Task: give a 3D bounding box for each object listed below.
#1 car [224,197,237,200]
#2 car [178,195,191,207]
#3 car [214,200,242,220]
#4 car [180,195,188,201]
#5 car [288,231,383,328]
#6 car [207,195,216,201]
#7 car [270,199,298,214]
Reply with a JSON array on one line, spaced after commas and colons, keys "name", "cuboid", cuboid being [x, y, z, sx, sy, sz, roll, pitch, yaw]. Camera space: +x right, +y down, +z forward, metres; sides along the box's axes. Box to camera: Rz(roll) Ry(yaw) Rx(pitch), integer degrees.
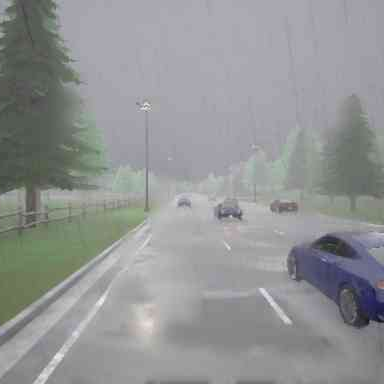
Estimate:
[{"name": "car", "cuboid": [5.885, 1.491, 50.255, 2.128, 1.511, 4.902, 0, 0, -1]}, {"name": "car", "cuboid": [-1.124, 1.601, 51.019, 1.895, 1.301, 4.718, 0, 0, -1]}, {"name": "car", "cuboid": [2.973, 1.601, 28.250, 1.895, 1.301, 4.718, 0, 0, -1]}, {"name": "car", "cuboid": [-2.034, 1.540, 87.231, 2.033, 1.411, 5.357, 0, 0, -1]}, {"name": "car", "cuboid": [3.480, 1.526, 6.879, 1.812, 1.442, 4.674, 0, 0, -1]}, {"name": "car", "cuboid": [5.018, 1.524, 85.158, 1.812, 1.442, 4.674, 0, 0, -1]}, {"name": "car", "cuboid": [9.793, 1.477, 35.804, 1.882, 1.535, 5.008, 0, 0, -1]}]
